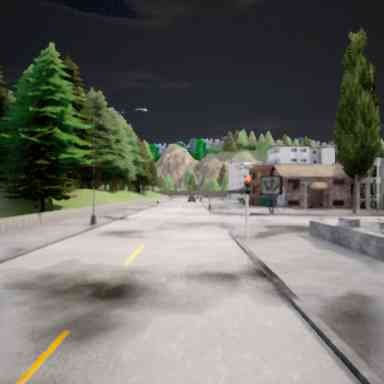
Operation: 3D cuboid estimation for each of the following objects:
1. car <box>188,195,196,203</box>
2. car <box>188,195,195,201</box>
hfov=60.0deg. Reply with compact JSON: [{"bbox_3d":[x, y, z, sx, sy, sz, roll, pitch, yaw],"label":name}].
[{"bbox_3d":[-0.053,1.689,75.975,2.128,1.511,4.902,0,0,0],"label":"car"},{"bbox_3d":[-0.060,1.528,86.395,1.837,1.490,4.892,0,0,0],"label":"car"}]
